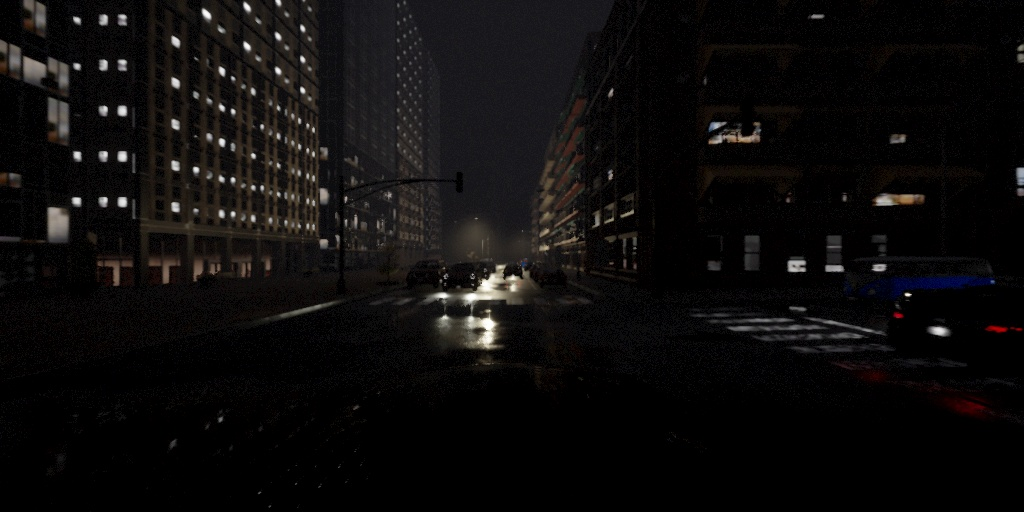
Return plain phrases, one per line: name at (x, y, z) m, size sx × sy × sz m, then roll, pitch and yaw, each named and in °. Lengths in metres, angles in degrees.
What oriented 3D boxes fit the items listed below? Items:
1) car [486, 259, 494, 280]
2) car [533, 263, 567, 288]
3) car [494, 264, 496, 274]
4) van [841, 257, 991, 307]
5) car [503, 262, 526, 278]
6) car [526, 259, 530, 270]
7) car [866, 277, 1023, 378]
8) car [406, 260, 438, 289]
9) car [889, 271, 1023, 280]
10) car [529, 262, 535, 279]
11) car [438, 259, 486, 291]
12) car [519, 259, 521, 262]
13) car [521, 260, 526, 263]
car at (-3.081, 1.265, 33.037) m, size 2.097 × 1.767 × 4.553 m, roll 0°, pitch 0°, yaw 0°
car at (2.690, 1.414, 24.701) m, size 1.888 × 1.381 × 4.507 m, roll 0°, pitch 0°, yaw 0°
car at (-3.061, 1.464, 46.121) m, size 1.882 × 1.535 × 5.008 m, roll 0°, pitch 0°, yaw 1°
van at (13.721, 0.914, 12.274) m, size 3.998 × 1.789 × 1.690 m, roll 0°, pitch 0°, yaw 0°
car at (0.102, 1.531, 36.014) m, size 1.895 × 1.301 × 4.718 m, roll 0°, pitch 0°, yaw 0°
car at (2.690, 1.368, 35.755) m, size 1.967 × 1.591 × 4.097 m, roll 0°, pitch 0°, yaw 0°
car at (9.241, 1.205, 6.305) m, size 4.181 × 1.385 × 1.994 m, roll -1°, pitch 0°, yaw -6°
car at (-5.690, 1.183, 24.702) m, size 2.192 × 1.841 × 5.009 m, roll 0°, pitch 0°, yaw 0°
car at (13.630, 1.175, 9.690) m, size 4.718 × 1.301 × 1.895 m, roll -1°, pitch 0°, yaw 0°
car at (2.690, 1.444, 30.228) m, size 1.888 × 1.381 × 4.507 m, roll 0°, pitch 0°, yaw 0°
car at (-3.088, 1.212, 22.983) m, size 2.097 × 1.767 × 4.553 m, roll 0°, pitch 0°, yaw 0°
car at (0.058, 1.642, 61.175) m, size 1.994 × 1.385 × 4.181 m, roll 0°, pitch 0°, yaw 0°
car at (2.691, 1.590, 52.338) m, size 1.948 × 1.339 × 4.313 m, roll 0°, pitch 0°, yaw 0°
